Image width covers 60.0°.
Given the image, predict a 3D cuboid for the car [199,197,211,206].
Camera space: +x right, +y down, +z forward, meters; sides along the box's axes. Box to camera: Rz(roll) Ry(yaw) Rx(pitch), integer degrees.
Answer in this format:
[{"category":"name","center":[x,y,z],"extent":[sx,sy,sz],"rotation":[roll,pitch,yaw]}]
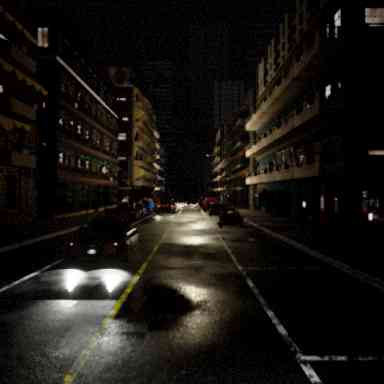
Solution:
[{"category":"car","center":[2.574,1.970,68.654],"extent":[2.192,1.841,5.009],"rotation":[-1,-1,0]}]

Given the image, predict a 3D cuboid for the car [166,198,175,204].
[{"category":"car","center":[-5.837,2.424,91.075],"extent":[2.008,1.369,4.403],"rotation":[-1,-1,0]}]

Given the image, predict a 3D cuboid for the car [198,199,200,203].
[{"category":"car","center":[2.591,1.863,57.451],"extent":[2.192,1.841,5.009],"rotation":[-1,-1,0]}]

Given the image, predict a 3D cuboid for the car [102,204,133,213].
[{"category":"car","center":[-5.701,1.811,23.853],"extent":[1.802,1.307,4.206],"rotation":[-1,-1,0]}]

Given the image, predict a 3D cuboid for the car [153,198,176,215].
[{"category":"car","center":[-3.059,1.745,39.961],"extent":[2.097,1.767,4.553],"rotation":[0,-1,0]}]

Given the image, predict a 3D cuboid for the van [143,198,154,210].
[{"category":"van","center":[-5.730,1.731,40.661],"extent":[1.690,1.788,3.998],"rotation":[-1,-1,0]}]

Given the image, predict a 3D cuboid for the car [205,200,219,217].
[{"category":"car","center":[2.628,1.861,35.211],"extent":[1.752,1.417,4.829],"rotation":[-1,-1,0]}]

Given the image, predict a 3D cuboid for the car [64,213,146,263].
[{"category":"car","center":[-3.107,1.683,12.326],"extent":[1.994,1.385,4.181],"rotation":[0,-1,0]}]

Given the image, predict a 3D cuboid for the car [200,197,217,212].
[{"category":"car","center":[2.608,1.756,46.247],"extent":[2.192,1.841,5.009],"rotation":[-1,-1,0]}]

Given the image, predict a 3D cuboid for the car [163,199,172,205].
[{"category":"car","center":[-5.820,2.347,79.871],"extent":[1.802,1.307,4.206],"rotation":[-1,-1,0]}]

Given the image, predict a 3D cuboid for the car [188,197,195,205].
[{"category":"car","center":[-0.121,2.261,80.239],"extent":[1.837,1.490,4.892],"rotation":[0,-1,0]}]

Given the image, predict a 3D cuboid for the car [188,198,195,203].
[{"category":"car","center":[-0.136,2.267,90.476],"extent":[1.837,1.490,4.892],"rotation":[0,-1,0]}]

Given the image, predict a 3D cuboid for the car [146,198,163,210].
[{"category":"car","center":[-5.771,1.812,51.864],"extent":[2.192,1.841,5.009],"rotation":[-1,-1,0]}]

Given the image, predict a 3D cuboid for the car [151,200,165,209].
[{"category":"car","center":[-5.793,2.101,57.464],"extent":[2.008,1.369,4.403],"rotation":[-1,-1,0]}]

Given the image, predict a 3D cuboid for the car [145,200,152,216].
[{"category":"car","center":[-5.719,1.887,35.057],"extent":[2.008,1.369,4.403],"rotation":[-1,-1,0]}]

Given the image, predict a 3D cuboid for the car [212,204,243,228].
[{"category":"car","center":[2.646,1.809,23.837],"extent":[1.802,1.307,4.206],"rotation":[-1,-1,0]}]

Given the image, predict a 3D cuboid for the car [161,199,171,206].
[{"category":"car","center":[-5.811,2.294,74.269],"extent":[1.802,1.307,4.206],"rotation":[-1,-1,0]}]

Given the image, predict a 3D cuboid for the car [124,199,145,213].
[{"category":"car","center":[-5.712,1.723,29.456],"extent":[1.967,1.590,4.097],"rotation":[-1,-1,0]}]
